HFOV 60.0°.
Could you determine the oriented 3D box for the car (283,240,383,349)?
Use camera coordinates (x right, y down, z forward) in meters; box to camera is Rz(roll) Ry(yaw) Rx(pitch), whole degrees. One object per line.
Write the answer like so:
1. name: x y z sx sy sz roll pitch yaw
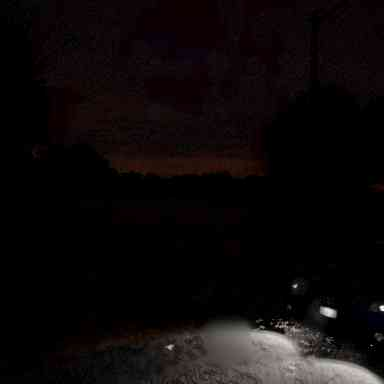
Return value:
1. car: 3.618 1.654 6.236 4.181 1.385 1.994 1 -1 -38
